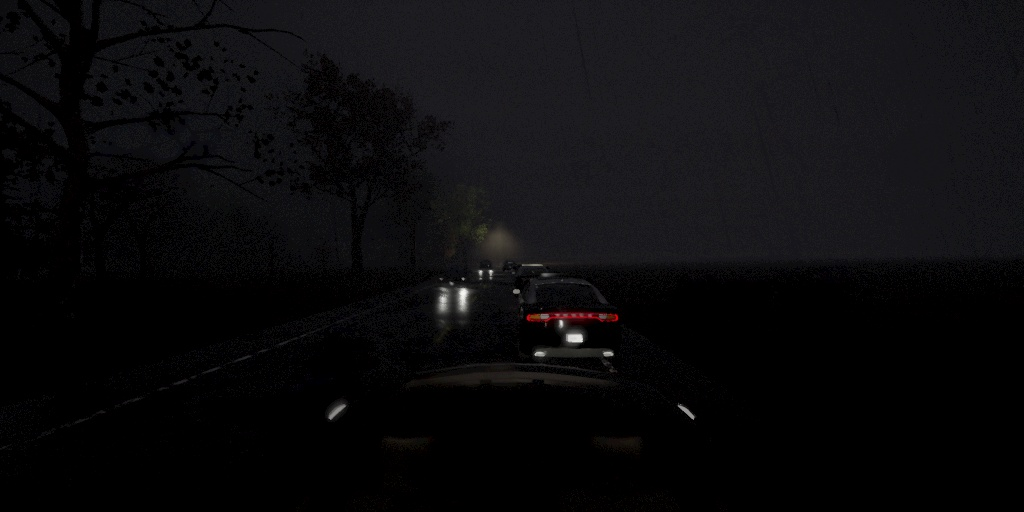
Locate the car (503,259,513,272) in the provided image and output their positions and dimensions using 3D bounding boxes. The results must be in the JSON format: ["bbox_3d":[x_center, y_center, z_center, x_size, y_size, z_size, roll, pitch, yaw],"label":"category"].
[{"bbox_3d":[-0.237,1.345,47.185,1.994,1.385,4.181,0,0,0],"label":"car"}]

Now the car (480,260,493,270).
[{"bbox_3d":[-3.875,1.292,53.537,1.837,1.490,4.892,0,0,-1],"label":"car"}]

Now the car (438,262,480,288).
[{"bbox_3d":[-3.644,1.306,24.402,2.033,1.411,5.357,0,0,0],"label":"car"}]

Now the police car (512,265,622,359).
[{"bbox_3d":[1.059,1.176,8.582,1.930,1.638,5.238,0,0,0],"label":"police car"}]

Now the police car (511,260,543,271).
[{"bbox_3d":[1.037,1.181,18.592,1.930,1.638,5.238,0,0,0],"label":"police car"}]
